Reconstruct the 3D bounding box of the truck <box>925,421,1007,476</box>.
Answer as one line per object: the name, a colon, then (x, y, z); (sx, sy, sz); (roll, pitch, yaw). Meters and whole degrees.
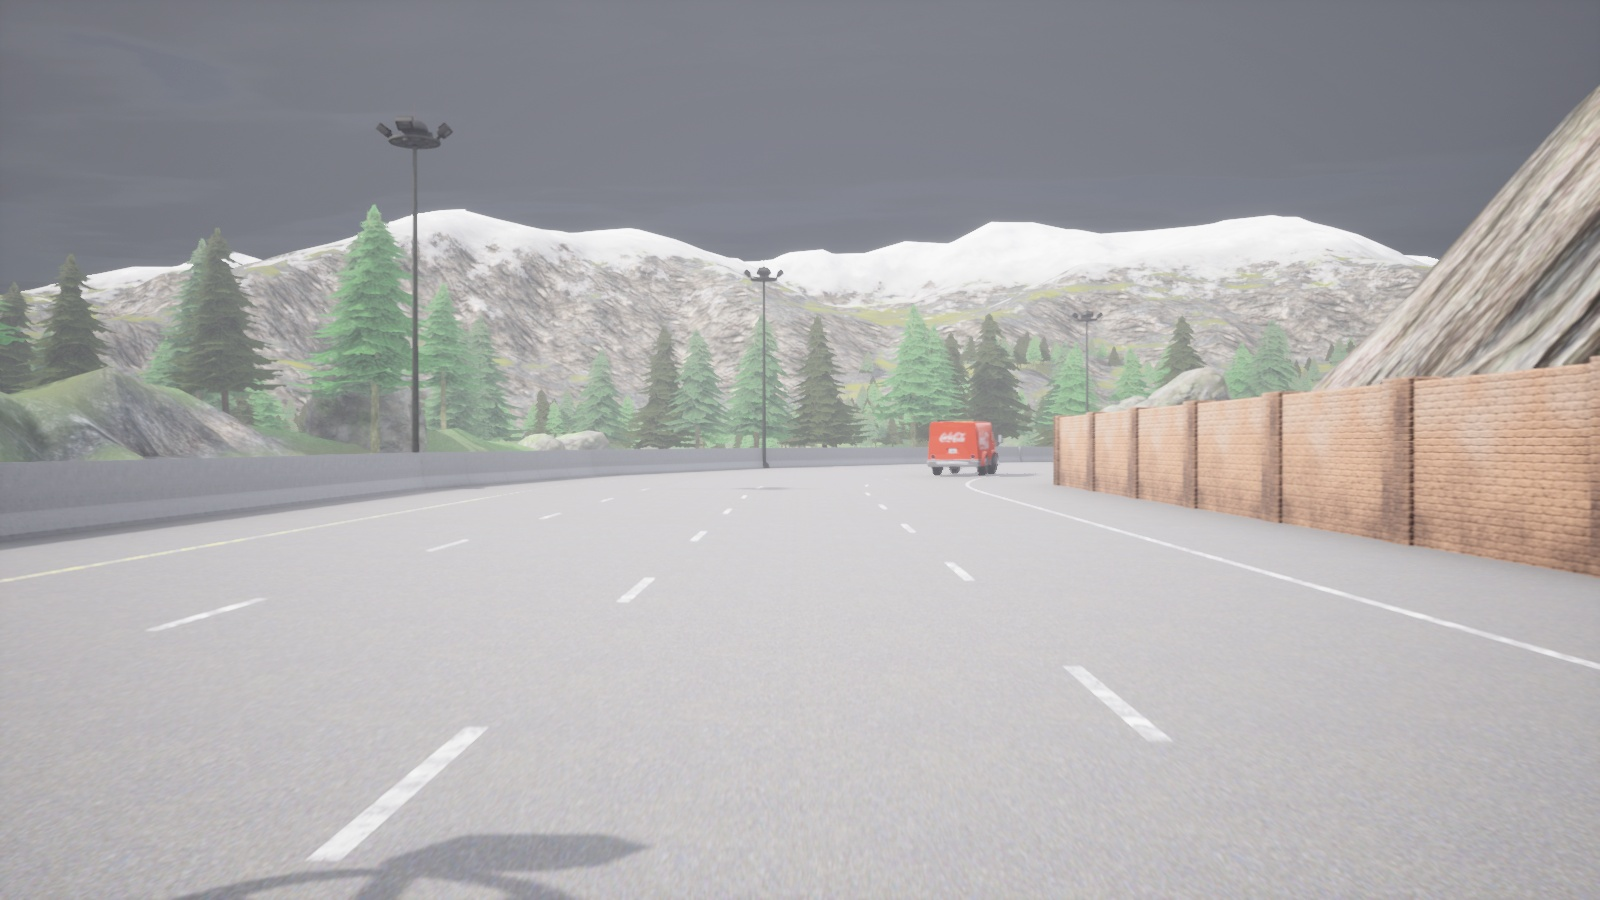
truck: (7.824, -0.065, 58.686); (2.627, 2.467, 5.204); (0, 0, 21)
